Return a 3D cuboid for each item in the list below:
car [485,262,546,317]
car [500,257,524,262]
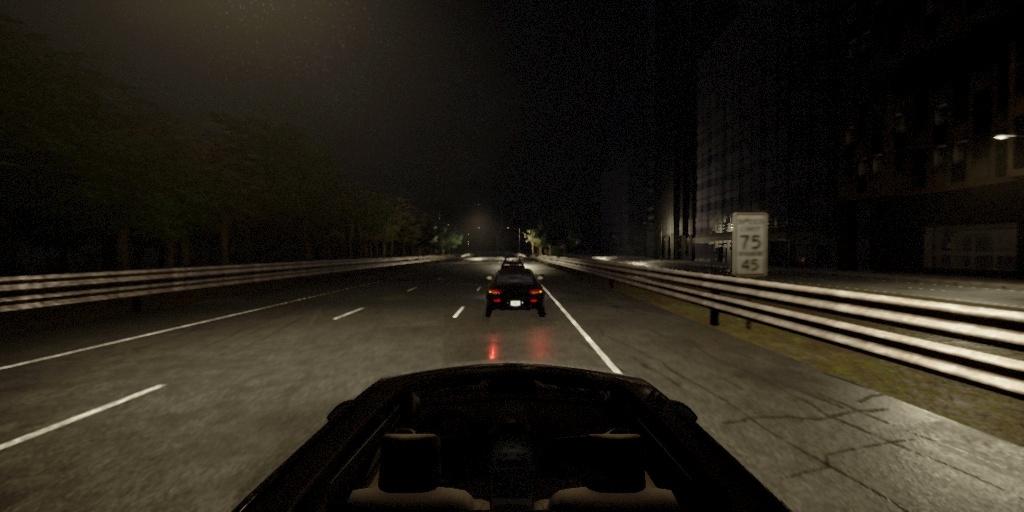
[{"bbox_3d":[0.097,1.119,12.284,1.812,1.442,4.674,0,1,0],"label":"car"},{"bbox_3d":[0.031,0.851,30.063,2.128,1.511,4.902,0,1,0],"label":"car"}]
